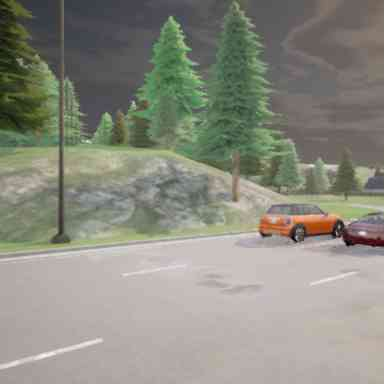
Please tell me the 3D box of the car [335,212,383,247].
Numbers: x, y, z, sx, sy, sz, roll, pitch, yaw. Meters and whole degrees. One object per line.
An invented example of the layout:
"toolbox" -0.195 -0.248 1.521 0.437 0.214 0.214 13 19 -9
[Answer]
"car" 8.183 1.554 13.918 4.181 1.385 1.994 0 0 -35

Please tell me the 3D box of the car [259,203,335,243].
"car" 5.428 1.341 16.261 4.553 1.767 2.097 0 0 -35
